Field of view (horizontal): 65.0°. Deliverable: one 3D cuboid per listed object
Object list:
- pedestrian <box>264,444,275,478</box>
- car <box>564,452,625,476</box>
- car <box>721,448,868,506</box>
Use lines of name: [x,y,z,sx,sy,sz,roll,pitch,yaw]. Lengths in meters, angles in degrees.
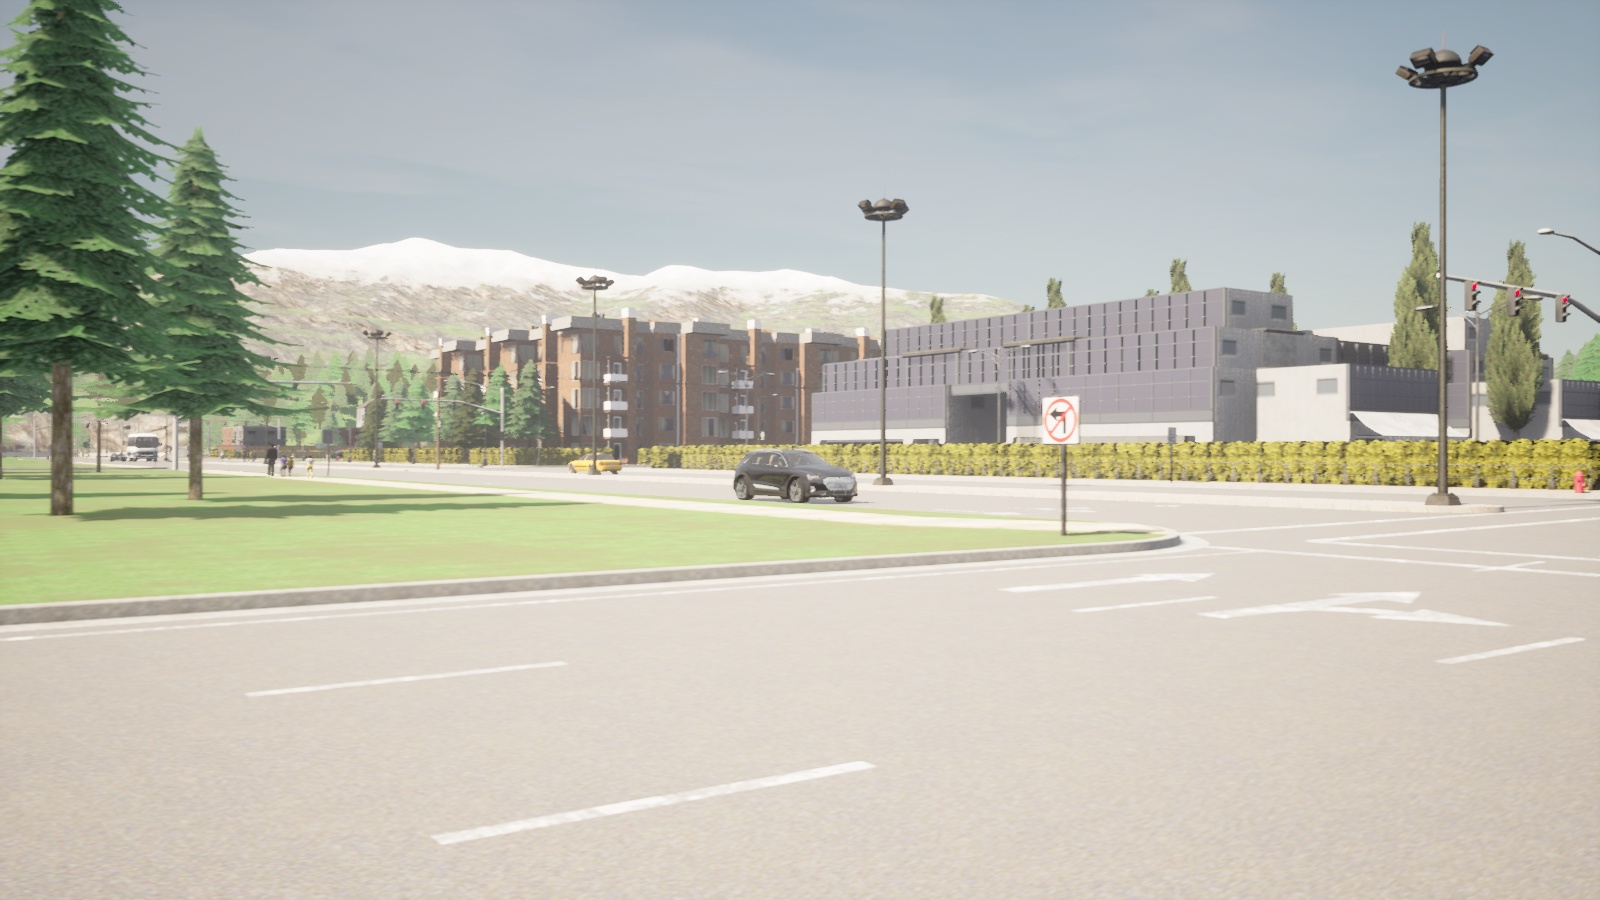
pedestrian: [-28.826,0.612,68.232,0.431,1.840,0.703,0,0,-35]
car: [-13.652,0.916,83.104,1.801,1.575,5.366,0,0,-35]
car: [-0.237,0.769,38.162,2.033,1.649,4.856,0,0,-36]
